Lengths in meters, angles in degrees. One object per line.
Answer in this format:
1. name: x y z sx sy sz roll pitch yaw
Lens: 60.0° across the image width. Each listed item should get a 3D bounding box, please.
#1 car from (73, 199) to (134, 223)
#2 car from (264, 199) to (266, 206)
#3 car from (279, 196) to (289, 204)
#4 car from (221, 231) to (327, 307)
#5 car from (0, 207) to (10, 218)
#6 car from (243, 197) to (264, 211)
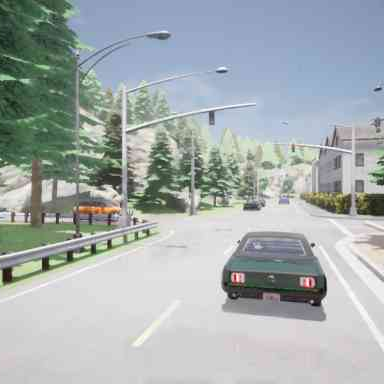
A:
1. car: -6.719 1.367 25.481 4.553 1.767 2.097 0 0 15
2. car: 10.261 1.491 51.035 2.128 1.511 4.902 0 0 16
3. car: 17.596 1.546 63.512 2.033 1.411 5.357 0 0 16
4. car: 2.021 1.601 8.106 1.895 1.301 4.718 0 0 15
5. car: -17.845 1.579 28.525 4.181 1.385 1.994 0 0 16
6. car: 7.486 1.600 41.228 1.895 1.301 4.718 0 0 16
